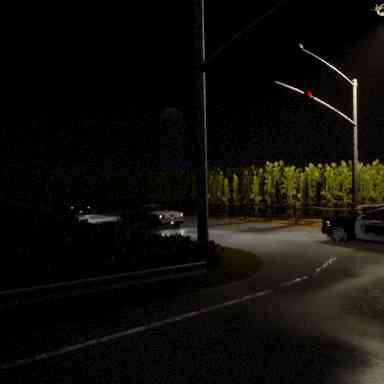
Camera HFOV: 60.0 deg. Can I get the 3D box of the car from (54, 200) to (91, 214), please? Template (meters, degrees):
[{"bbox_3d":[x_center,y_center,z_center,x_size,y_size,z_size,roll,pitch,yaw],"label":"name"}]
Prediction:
[{"bbox_3d":[-11.056,1.429,30.609,1.895,1.301,4.718,-2,1,-39],"label":"car"}]

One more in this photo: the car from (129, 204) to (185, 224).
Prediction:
[{"bbox_3d":[-2.512,1.412,20.286,1.895,1.301,4.718,-2,1,-40],"label":"car"}]

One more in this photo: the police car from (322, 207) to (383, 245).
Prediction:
[{"bbox_3d":[7.229,1.167,11.986,1.930,1.638,5.238,-1,1,-34],"label":"police car"}]
